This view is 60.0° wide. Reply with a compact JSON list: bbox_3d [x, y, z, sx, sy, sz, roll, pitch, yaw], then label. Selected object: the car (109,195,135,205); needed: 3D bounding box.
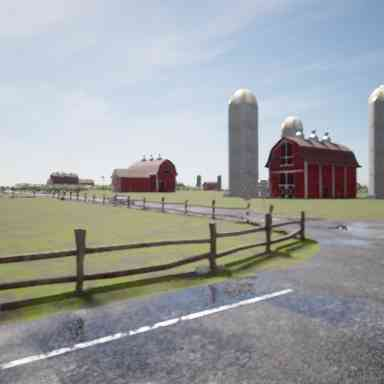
[{"bbox_3d":[-9.425,0.995,44.713,1.895,1.301,4.718,-1,1,-36],"label":"car"}]
